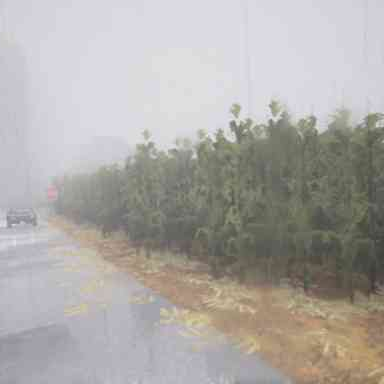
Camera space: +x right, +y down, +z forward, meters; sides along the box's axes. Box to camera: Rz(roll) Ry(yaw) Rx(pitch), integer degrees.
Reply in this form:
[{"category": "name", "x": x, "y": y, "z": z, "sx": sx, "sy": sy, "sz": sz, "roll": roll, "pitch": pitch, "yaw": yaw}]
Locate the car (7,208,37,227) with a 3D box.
[{"category": "car", "x": -12.791, "y": 1.817, "z": 24.950, "sx": 1.895, "sy": 1.301, "sz": 4.718, "roll": -2, "pitch": 1, "yaw": -29}]
